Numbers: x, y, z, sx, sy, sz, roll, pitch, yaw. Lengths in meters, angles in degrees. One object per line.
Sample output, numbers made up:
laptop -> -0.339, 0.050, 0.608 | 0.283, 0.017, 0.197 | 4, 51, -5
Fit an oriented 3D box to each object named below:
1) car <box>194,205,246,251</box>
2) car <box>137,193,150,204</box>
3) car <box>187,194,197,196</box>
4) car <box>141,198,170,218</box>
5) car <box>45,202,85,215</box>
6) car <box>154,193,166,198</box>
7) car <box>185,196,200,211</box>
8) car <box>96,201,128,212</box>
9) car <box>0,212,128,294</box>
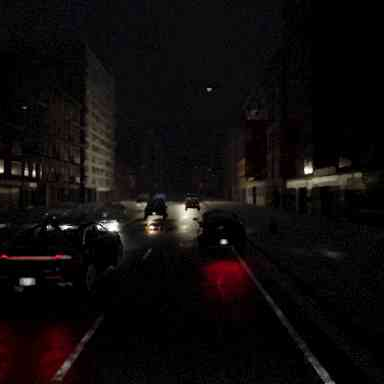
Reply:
car -> 1.132, 1.521, 14.224 | 1.837, 1.490, 4.892 | 0, 0, 0
car -> -9.778, 1.318, 67.352 | 2.150, 2.045, 5.566 | 0, 0, 0
car -> -0.020, 1.296, 53.764 | 2.150, 2.045, 5.566 | 0, 0, 0
car -> -3.160, 1.541, 30.161 | 1.837, 1.490, 4.892 | 0, 0, 0
car -> -9.853, 1.556, 26.088 | 1.812, 1.442, 4.674 | 0, 0, 0
car -> -6.526, 1.314, 68.735 | 2.150, 2.045, 5.566 | 0, 0, 0
car -> 0.057, 1.603, 42.314 | 2.033, 1.411, 5.357 | 0, 0, 0
car -> -6.609, 1.524, 27.715 | 2.128, 1.511, 4.902 | 0, 0, 0
car -> -3.152, 1.501, 8.794 | 2.128, 1.511, 4.902 | 0, 0, 0
